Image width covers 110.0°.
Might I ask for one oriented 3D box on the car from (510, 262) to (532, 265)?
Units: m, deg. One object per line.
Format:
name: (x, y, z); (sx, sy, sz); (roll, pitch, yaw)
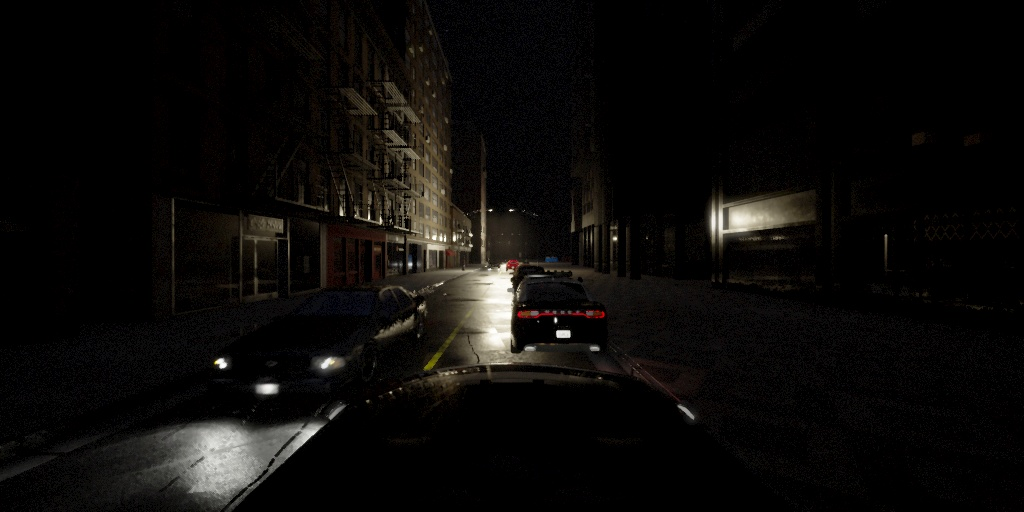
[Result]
car: (0.940, 1.256, 18.809); (1.837, 1.490, 4.892); (0, 0, 0)

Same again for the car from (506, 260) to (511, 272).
car: (0.148, 1.301, 47.410); (1.812, 1.442, 4.674); (0, 0, 1)

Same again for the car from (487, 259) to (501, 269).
car: (-2.863, 1.294, 58.441); (1.837, 1.490, 4.892); (0, 0, 0)

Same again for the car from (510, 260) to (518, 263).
car: (0.955, 1.209, 25.000); (1.801, 1.575, 5.366); (0, 0, 0)

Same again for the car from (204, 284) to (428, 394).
car: (-3.089, 1.297, 7.195); (2.033, 1.411, 5.357); (0, 0, 0)

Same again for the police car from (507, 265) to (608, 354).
police car: (0.914, 1.175, 8.919); (1.930, 1.638, 5.238); (0, 0, 0)
